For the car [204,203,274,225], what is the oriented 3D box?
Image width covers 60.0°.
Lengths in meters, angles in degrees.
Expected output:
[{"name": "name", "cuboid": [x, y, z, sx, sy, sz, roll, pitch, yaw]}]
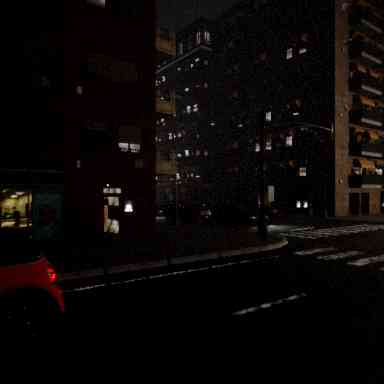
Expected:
[{"name": "car", "cuboid": [3.594, 1.779, 26.352, 2.033, 1.411, 5.357, 0, -1, -34]}]

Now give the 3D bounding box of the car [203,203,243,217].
[{"name": "car", "cuboid": [3.327, 1.899, 36.645, 1.947, 1.339, 4.313, -1, 0, -36]}]

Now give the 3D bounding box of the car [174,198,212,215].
[{"name": "car", "cuboid": [0.027, 1.719, 41.135, 2.192, 1.841, 5.009, -1, 0, -36]}]

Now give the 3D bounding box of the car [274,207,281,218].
[{"name": "car", "cuboid": [6.621, 1.844, 32.157, 1.802, 1.307, 4.206, -1, 0, -36]}]

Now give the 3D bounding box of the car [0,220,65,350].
[{"name": "car", "cuboid": [-4.296, 1.351, 4.621, 4.553, 1.767, 2.097, 0, 0, -35]}]

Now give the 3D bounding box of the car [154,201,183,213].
[{"name": "car", "cuboid": [-3.262, 2.025, 45.623, 2.008, 1.369, 4.403, -1, 0, -36]}]

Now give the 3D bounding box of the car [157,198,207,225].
[{"name": "car", "cuboid": [-0.376, 1.586, 27.068, 2.192, 1.841, 5.009, -1, 0, -36]}]
